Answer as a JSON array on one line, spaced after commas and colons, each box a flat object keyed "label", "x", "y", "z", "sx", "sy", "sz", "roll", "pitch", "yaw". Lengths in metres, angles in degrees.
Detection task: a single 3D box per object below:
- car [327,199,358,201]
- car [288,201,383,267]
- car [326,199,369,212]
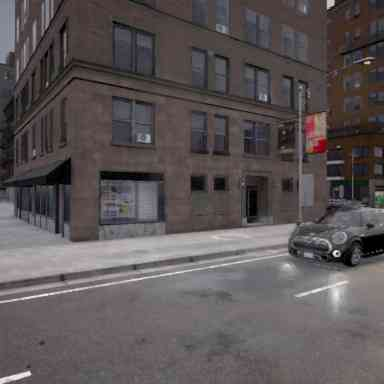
[{"label": "car", "x": 15.641, "y": 1.485, "z": 34.974, "sx": 2.128, "sy": 1.511, "sz": 4.902, "roll": 0, "pitch": 0, "yaw": -35}, {"label": "car", "x": 5.419, "y": 1.352, "z": 11.553, "sx": 4.553, "sy": 1.767, "sz": 2.097, "roll": 0, "pitch": 0, "yaw": -36}, {"label": "car", "x": 18.713, "y": 1.580, "z": 40.134, "sx": 1.947, "sy": 1.339, "sz": 4.313, "roll": 0, "pitch": 0, "yaw": -35}]
